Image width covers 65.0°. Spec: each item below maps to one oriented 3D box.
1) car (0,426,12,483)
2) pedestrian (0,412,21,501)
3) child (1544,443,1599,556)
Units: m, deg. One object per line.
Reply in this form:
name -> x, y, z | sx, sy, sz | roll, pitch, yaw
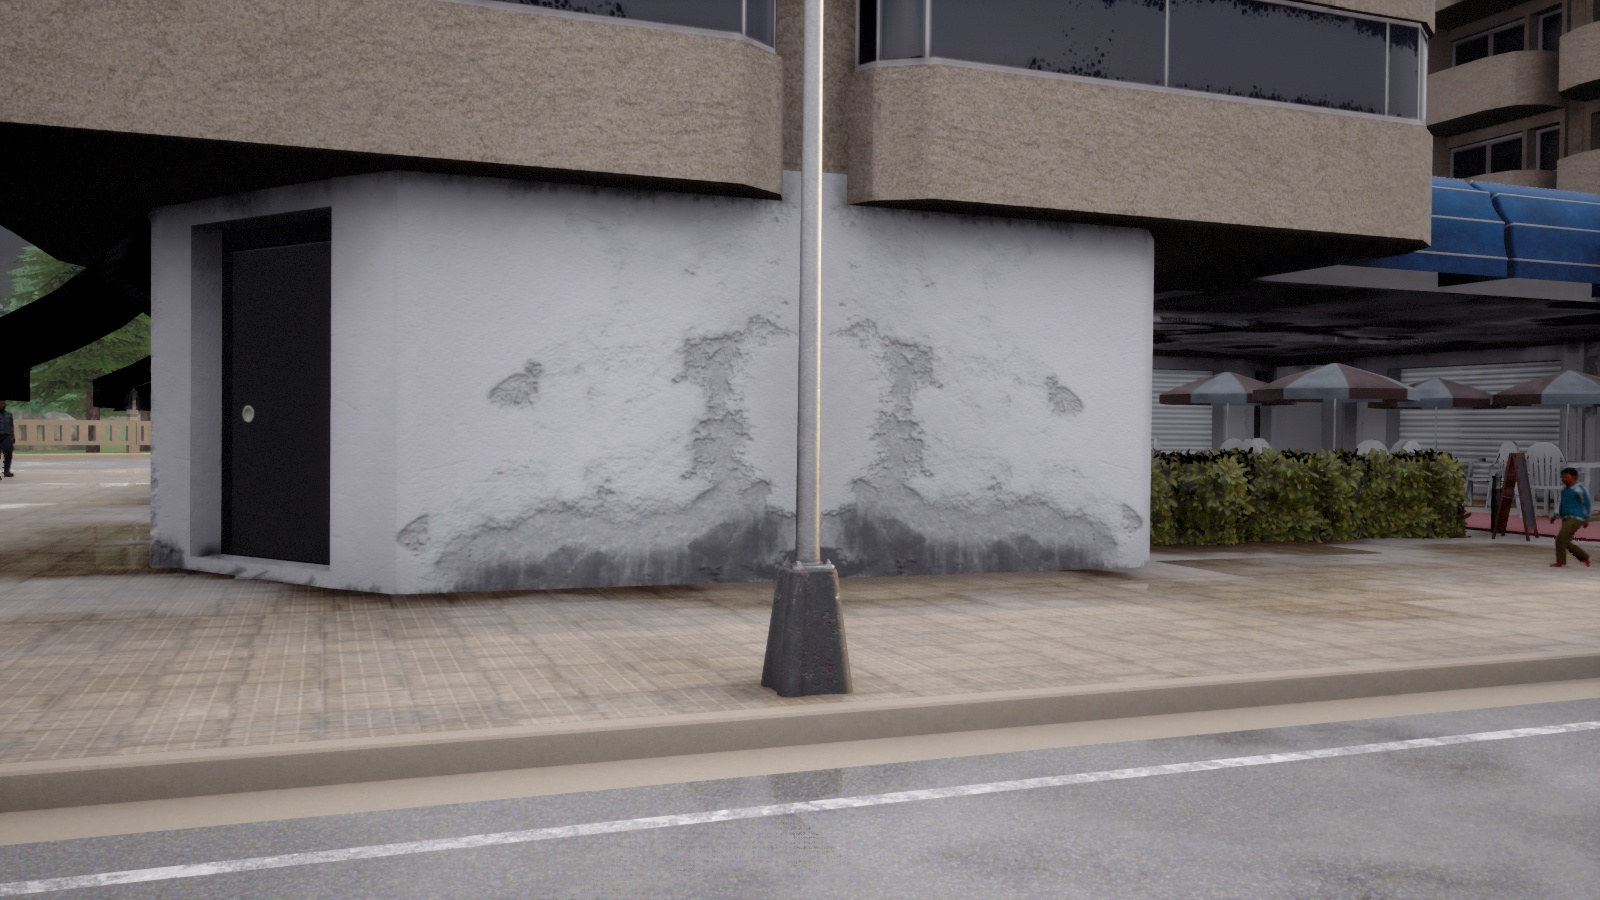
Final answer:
car -> -27.941, 0.182, 40.479 | 1.905, 1.878, 3.866 | 0, 1, 26
pedestrian -> -17.704, 0.135, 27.861 | 0.788, 1.949, 0.423 | 0, 1, 37
child -> 8.322, 0.527, 13.490 | 0.448, 1.192, 0.343 | -1, 1, -2
